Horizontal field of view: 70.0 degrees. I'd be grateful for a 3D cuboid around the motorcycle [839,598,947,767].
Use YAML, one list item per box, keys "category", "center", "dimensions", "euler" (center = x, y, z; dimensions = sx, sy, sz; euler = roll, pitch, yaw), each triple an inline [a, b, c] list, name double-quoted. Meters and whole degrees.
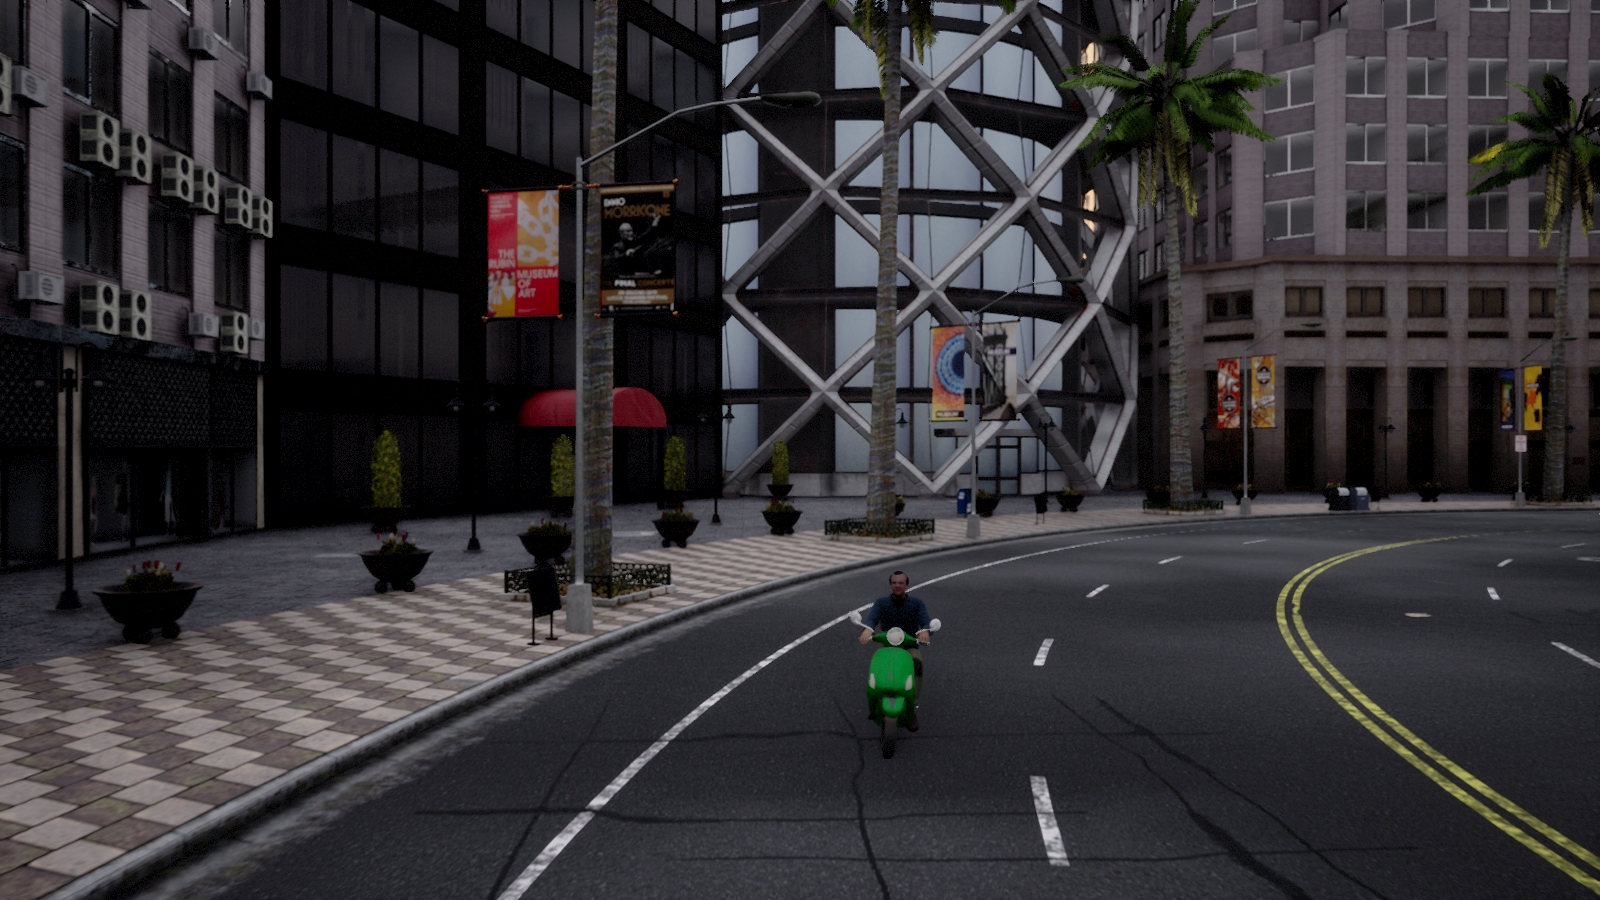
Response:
- category: "motorcycle"
  center: [0.940, 2.182, 11.074]
  dimensions: [0.856, 1.236, 1.805]
  euler: [1, 0, 10]
